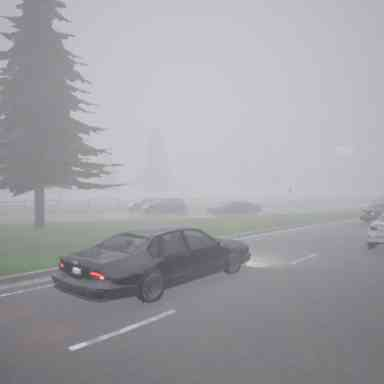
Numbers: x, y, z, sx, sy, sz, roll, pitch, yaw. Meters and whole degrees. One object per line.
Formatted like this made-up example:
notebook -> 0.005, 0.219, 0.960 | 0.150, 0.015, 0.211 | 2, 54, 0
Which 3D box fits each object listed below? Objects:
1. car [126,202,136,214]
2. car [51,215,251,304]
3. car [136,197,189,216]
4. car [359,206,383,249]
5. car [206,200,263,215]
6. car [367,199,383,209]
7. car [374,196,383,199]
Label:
car -> -4.682, 1.343, 35.352 | 4.553, 1.767, 2.097 | 0, 0, -19
car -> -0.601, 1.543, 8.298 | 2.033, 1.411, 5.357 | 0, 0, 40
car -> -2.719, 1.333, 32.320 | 4.553, 1.767, 2.097 | 0, 0, -20
car -> 8.388, 1.450, 13.153 | 1.812, 1.442, 4.674 | 0, 0, 43
car -> 3.996, 1.481, 31.080 | 5.357, 1.411, 2.033 | 0, 0, -23
car -> 13.392, 1.423, 22.843 | 5.357, 1.411, 2.033 | 0, 0, -42
car -> 31.908, 1.301, 55.457 | 4.718, 1.301, 1.895 | 0, 0, -33
